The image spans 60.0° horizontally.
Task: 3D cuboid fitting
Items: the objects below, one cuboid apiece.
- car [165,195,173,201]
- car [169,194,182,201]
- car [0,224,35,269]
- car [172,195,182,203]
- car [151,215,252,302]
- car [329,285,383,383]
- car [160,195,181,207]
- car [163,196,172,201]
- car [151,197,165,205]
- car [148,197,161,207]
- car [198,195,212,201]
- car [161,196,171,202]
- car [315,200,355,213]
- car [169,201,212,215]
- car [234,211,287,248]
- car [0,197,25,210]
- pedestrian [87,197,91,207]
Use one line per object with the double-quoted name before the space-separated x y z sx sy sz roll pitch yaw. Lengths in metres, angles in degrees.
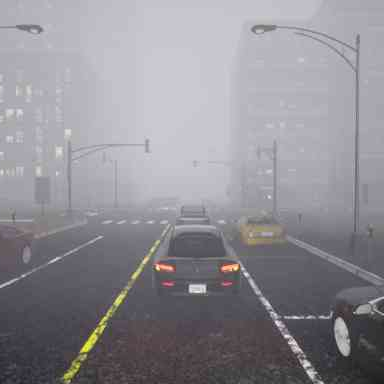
"car" -5.877 1.530 86.256 1.887 1.381 4.507 -1 0 0
"car" -3.194 1.479 60.348 2.128 1.511 4.902 0 0 0
"car" -5.849 1.542 8.787 1.887 1.381 4.507 -1 0 0
"car" -3.142 1.487 70.545 1.837 1.490 4.892 0 0 0
"car" 0.083 1.523 8.109 1.812 1.442 4.674 0 0 0
"car" 2.802 1.550 3.102 2.008 1.369 4.403 -1 0 0
"car" -3.194 1.536 50.397 2.033 1.411 5.357 0 0 0
"car" -5.865 1.568 80.601 1.802 1.307 4.206 -1 0 0
"car" -5.819 1.554 57.983 1.947 1.339 4.313 -1 0 0
"car" -5.808 1.514 52.159 1.752 1.417 4.829 -1 0 0
"car" 2.560 1.539 58.000 2.008 1.369 4.403 -1 0 0
"car" -5.854 1.531 74.946 1.887 1.381 4.507 -1 0 0
"car" 16.238 1.623 37.552 4.403 1.369 2.008 0 0 1
"car" 0.053 1.487 18.183 2.128 1.511 4.902 0 0 0
"car" 2.778 1.521 14.561 1.752 1.417 4.829 -1 0 0
"car" -21.738 1.275 37.972 4.829 1.417 1.752 0 0 1
"pedestrian" -12.631 1.200 40.837 0.375 1.300 0.375 0 0 1
